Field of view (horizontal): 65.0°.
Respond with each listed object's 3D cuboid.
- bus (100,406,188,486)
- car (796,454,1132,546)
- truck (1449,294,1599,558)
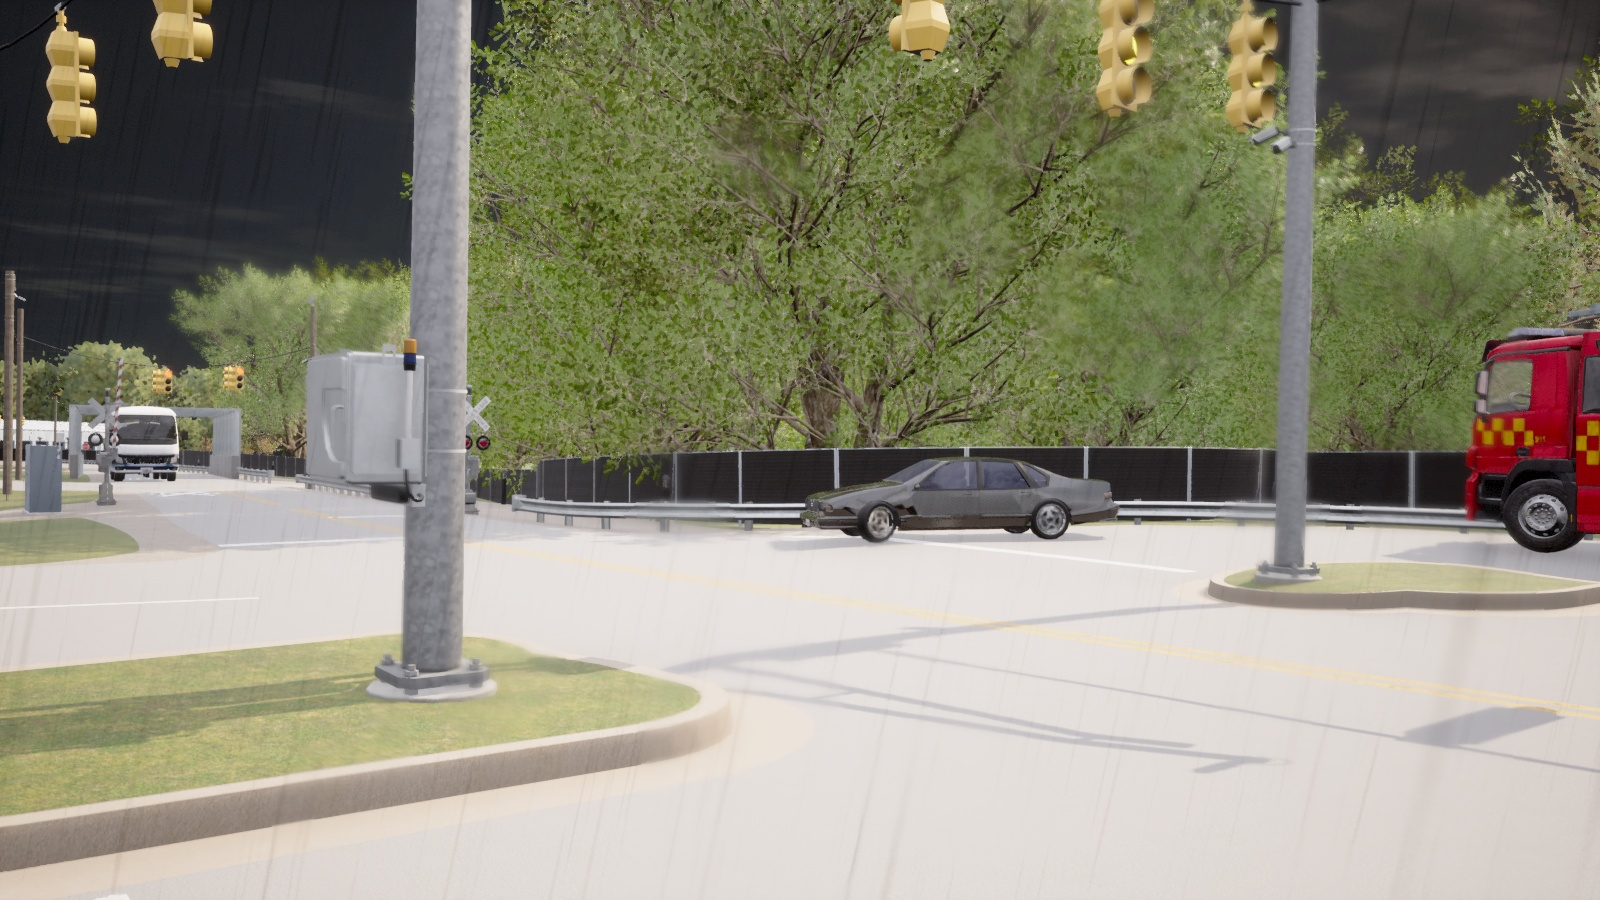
[{"bbox_3d":[-38.123,-0.188,72.778,3.944,4.253,10.273,0,0,-31],"label":"bus"},{"bbox_3d":[2.765,0.806,21.675,5.357,1.411,2.033,-1,0,-11],"label":"car"},{"bbox_3d":[13.218,-0.340,17.421,2.891,3.827,8.468,0,1,-10],"label":"truck"}]
